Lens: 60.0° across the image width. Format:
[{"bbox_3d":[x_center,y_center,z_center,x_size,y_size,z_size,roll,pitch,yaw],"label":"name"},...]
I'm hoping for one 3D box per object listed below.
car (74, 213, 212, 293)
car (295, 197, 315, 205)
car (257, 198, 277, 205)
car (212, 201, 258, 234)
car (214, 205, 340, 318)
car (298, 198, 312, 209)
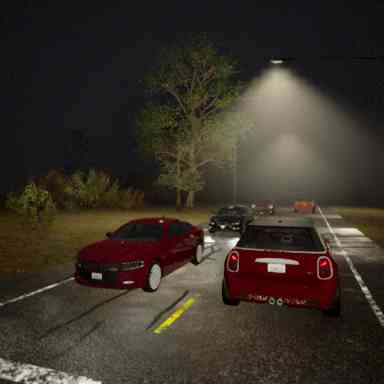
[{"bbox_3d":[-1.135,1.479,9.279,1.882,1.535,5.008,0,0,20],"label":"car"},{"bbox_3d":[12.683,1.358,37.363,2.097,1.767,4.553,0,0,20],"label":"car"},{"bbox_3d":[7.047,1.357,32.326,2.097,1.767,4.553,0,0,20],"label":"car"},{"bbox_3d":[2.355,1.505,19.102,1.837,1.490,4.892,0,1,20],"label":"car"},{"bbox_3d":[2.187,1.353,7.826,2.097,1.767,4.553,0,0,19],"label":"car"},{"bbox_3d":[15.881,1.536,46.584,1.812,1.442,4.674,0,0,19],"label":"car"}]
